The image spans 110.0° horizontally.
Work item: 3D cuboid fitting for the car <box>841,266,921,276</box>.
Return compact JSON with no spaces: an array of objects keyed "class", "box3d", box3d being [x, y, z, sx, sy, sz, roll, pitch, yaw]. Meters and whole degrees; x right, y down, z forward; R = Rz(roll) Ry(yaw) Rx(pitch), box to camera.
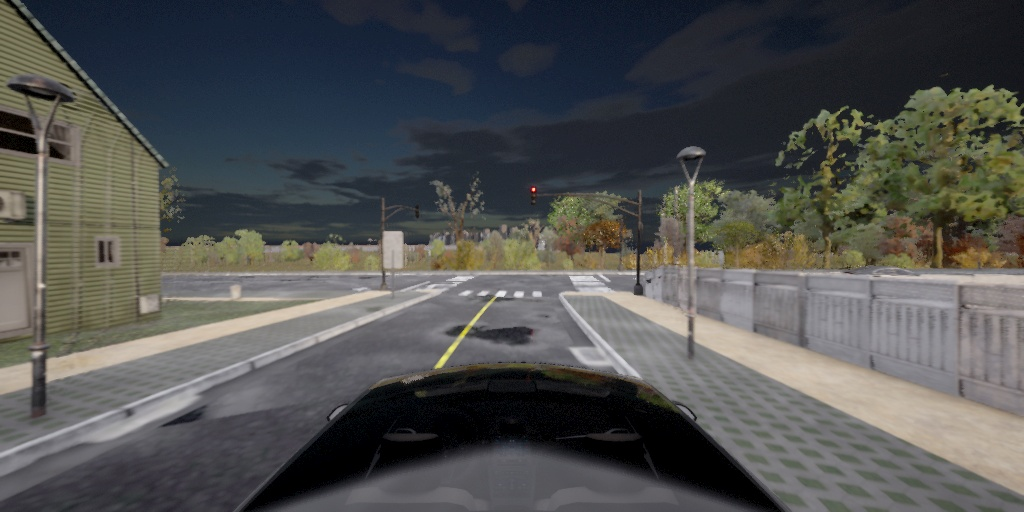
[{"class":"car","box3d":[24.340,1.402,23.253,4.902,1.511,2.128,0,2,6]}]
